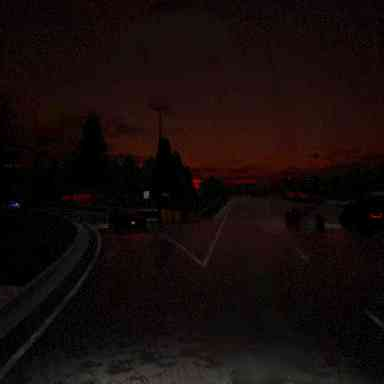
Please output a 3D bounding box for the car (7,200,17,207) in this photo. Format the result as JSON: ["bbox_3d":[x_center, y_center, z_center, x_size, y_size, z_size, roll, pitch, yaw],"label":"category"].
[{"bbox_3d":[-37.235,2.355,69.460,1.812,1.442,4.674,0,-1,-42],"label":"car"}]

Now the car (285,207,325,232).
[{"bbox_3d":[7.165,1.703,21.410,1.812,1.442,4.674,0,-1,7],"label":"car"}]

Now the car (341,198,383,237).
[{"bbox_3d":[10.390,1.358,19.093,2.150,2.045,5.566,0,-1,7],"label":"car"}]

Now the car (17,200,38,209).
[{"bbox_3d":[-30.269,2.302,61.792,2.128,1.511,4.902,0,-1,-42],"label":"car"}]

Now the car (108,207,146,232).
[{"bbox_3d":[-4.372,1.725,22.091,1.882,1.535,5.008,0,-1,-20],"label":"car"}]
